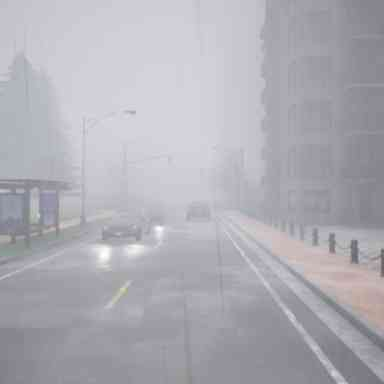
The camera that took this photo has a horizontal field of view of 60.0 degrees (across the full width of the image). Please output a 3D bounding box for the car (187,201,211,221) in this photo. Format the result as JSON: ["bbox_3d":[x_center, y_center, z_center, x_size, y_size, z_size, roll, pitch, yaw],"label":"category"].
[{"bbox_3d":[0.598,1.594,30.288,2.097,1.767,4.553,0,0,1],"label":"car"}]

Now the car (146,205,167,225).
[{"bbox_3d":[-3.070,1.737,26.423,1.812,1.442,4.674,0,0,1],"label":"car"}]

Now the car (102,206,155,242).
[{"bbox_3d":[-3.317,1.665,17.508,1.812,1.442,4.674,0,-1,1],"label":"car"}]

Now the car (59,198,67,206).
[{"bbox_3d":[-24.022,1.628,59.388,1.932,1.855,4.605,0,0,0],"label":"car"}]
